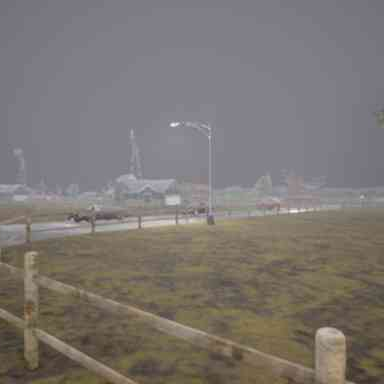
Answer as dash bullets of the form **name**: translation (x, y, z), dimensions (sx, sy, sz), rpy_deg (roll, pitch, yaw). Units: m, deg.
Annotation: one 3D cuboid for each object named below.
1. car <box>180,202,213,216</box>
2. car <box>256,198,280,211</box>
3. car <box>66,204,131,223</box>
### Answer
- **car**: translation (0.579, 1.878, 37.892), dimensions (1.837, 1.490, 4.892), rpy_deg (-1, 0, 36)
- **car**: translation (12.537, 1.944, 54.408), dimensions (2.150, 2.045, 5.566), rpy_deg (-1, -2, 36)
- **car**: translation (-7.351, 1.697, 26.849), dimensions (2.033, 1.411, 5.357), rpy_deg (-1, -2, 36)
